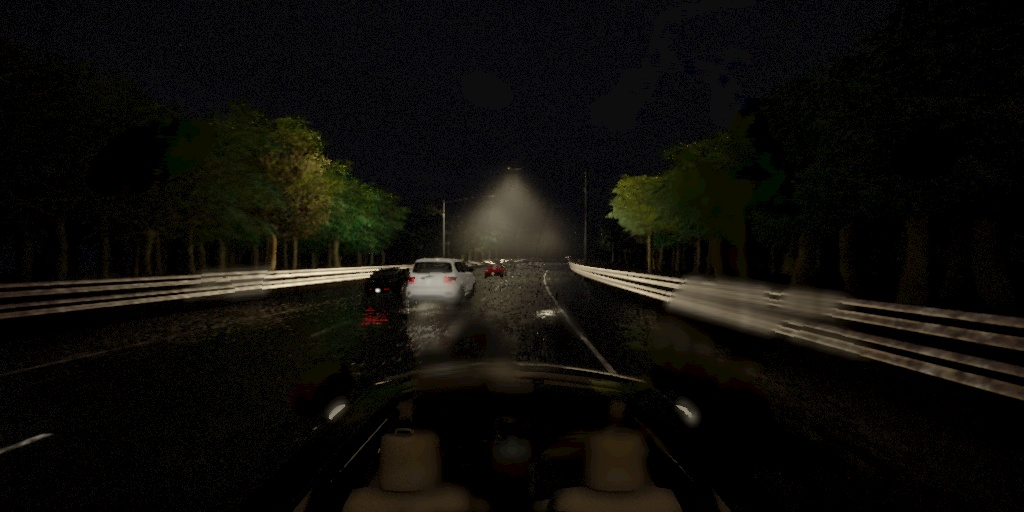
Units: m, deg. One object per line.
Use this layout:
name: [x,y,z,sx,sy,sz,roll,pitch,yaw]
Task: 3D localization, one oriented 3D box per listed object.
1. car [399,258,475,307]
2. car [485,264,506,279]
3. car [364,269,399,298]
car: [-3.085,1.122,16.615,2.150,2.045,5.566,0,0,2]
car: [-1.714,1.593,37.817,1.812,1.442,4.674,0,0,5]
car: [-6.441,1.434,19.889,1.837,1.490,4.892,0,0,2]
